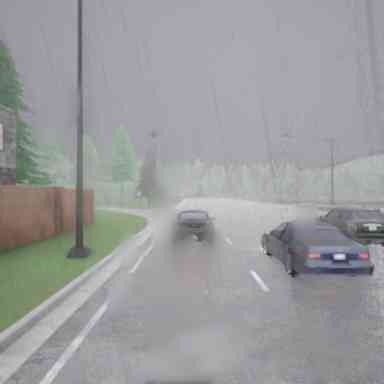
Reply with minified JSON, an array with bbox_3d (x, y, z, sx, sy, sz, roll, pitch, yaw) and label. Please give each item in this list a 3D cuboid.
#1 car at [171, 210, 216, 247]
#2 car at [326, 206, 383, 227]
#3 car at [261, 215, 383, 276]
[{"bbox_3d":[0.061,1.612,15.687,1.837,1.490,4.892,0,0,0],"label":"car"},{"bbox_3d":[7.082,1.456,15.132,2.097,1.767,4.553,0,0,0],"label":"car"},{"bbox_3d":[3.567,1.620,10.507,2.033,1.411,5.357,0,0,0],"label":"car"}]
